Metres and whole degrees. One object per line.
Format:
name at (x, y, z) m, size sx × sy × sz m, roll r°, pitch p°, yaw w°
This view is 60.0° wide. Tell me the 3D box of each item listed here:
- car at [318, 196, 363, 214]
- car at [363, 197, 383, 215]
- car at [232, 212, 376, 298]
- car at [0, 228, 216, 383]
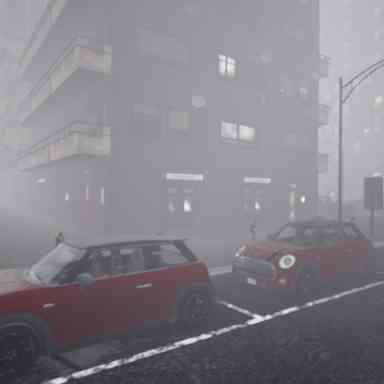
car at (11.861, 1.266, 29.587) m, size 2.192 × 1.841 × 5.009 m, roll 2°, pitch 0°, yaw -36°
car at (18.605, 1.366, 34.559) m, size 2.192 × 1.841 × 5.009 m, roll 2°, pitch 0°, yaw -36°
car at (2.976, 1.510, 8.677) m, size 4.097 × 1.590 × 1.967 m, roll 1°, pitch 0°, yaw -35°
car at (-1.652, 1.456, 5.379) m, size 4.097 × 1.590 × 1.967 m, roll 1°, pitch 0°, yaw -35°
